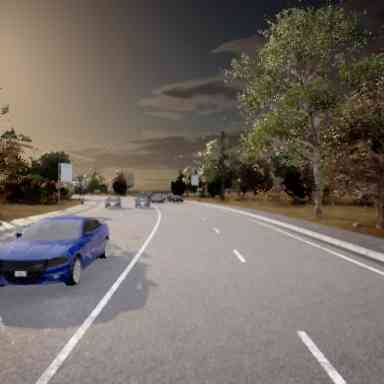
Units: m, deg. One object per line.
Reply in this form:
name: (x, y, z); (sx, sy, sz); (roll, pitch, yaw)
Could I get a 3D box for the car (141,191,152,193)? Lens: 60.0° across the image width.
car: (-9.185, 0.785, 66.751); (2.150, 2.045, 5.566); (0, 0, -20)

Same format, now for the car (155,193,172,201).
car: (-5.904, 1.025, 67.973); (2.128, 1.511, 4.902); (0, 0, -20)

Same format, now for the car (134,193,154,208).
car: (-6.305, 1.251, 42.121); (2.128, 1.511, 4.902); (0, 0, -10)

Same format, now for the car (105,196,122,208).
car: (-9.752, 1.254, 41.514); (2.128, 1.511, 4.902); (0, 0, -10)

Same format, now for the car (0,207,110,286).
car: (-3.711, 1.445, 9.572); (1.882, 1.535, 5.008); (0, 1, -1)

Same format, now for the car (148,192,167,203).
car: (-6.215, 1.206, 57.365); (1.994, 1.385, 4.181); (0, 0, -16)

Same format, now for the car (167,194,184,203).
car: (-2.808, 1.242, 58.169); (1.895, 1.301, 4.718); (0, 0, -16)
